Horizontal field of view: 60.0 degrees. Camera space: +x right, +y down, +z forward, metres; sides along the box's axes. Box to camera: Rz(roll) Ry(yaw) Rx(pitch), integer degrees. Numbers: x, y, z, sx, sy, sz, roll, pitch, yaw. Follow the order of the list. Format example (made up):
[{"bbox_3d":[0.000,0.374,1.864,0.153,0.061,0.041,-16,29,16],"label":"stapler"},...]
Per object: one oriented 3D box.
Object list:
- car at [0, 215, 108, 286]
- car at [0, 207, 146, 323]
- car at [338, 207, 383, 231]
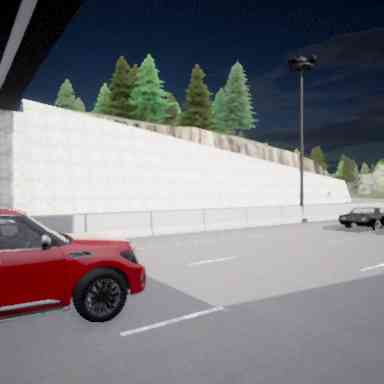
[{"bbox_3d":[-4.932,1.502,8.825,4.892,1.490,1.837,0,0,-36],"label":"car"},{"bbox_3d":[-3.549,1.220,5.513,5.566,2.045,2.150,0,0,-35],"label":"car"},{"bbox_3d":[11.033,1.557,20.213,4.718,1.301,1.895,0,0,-35],"label":"car"}]
